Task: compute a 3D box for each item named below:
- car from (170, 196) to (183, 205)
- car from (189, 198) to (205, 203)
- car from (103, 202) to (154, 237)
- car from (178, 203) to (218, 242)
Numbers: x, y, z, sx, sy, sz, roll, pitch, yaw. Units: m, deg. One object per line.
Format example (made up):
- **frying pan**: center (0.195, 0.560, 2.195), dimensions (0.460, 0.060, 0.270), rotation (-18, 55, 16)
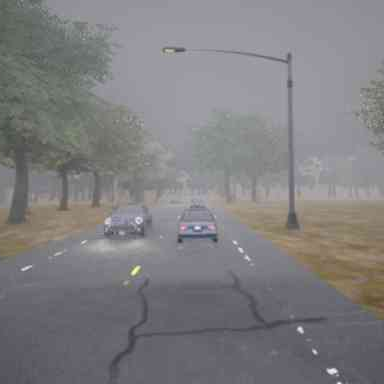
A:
- **car**: center (-2.754, 1.442, 59.770), dimensions (1.837, 1.490, 4.892), rotation (-1, 0, 1)
- **car**: center (0.628, 1.431, 41.121), dimensions (2.033, 1.411, 5.357), rotation (-1, 1, 1)
- **car**: center (-3.399, 1.421, 18.492), dimensions (2.097, 1.767, 4.553), rotation (-1, 0, 1)
- **car**: center (0.267, 1.516, 16.384), dimensions (2.033, 1.411, 5.357), rotation (-1, 1, 1)
